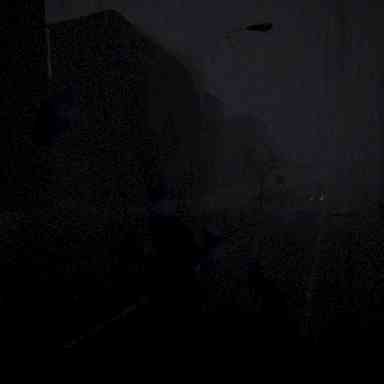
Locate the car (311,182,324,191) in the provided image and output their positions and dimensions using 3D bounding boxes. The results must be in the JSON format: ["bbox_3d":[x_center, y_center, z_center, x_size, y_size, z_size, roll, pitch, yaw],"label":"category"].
[{"bbox_3d":[21.957,-0.983,57.890,1.837,1.490,4.892,1,4,22],"label":"car"}]
